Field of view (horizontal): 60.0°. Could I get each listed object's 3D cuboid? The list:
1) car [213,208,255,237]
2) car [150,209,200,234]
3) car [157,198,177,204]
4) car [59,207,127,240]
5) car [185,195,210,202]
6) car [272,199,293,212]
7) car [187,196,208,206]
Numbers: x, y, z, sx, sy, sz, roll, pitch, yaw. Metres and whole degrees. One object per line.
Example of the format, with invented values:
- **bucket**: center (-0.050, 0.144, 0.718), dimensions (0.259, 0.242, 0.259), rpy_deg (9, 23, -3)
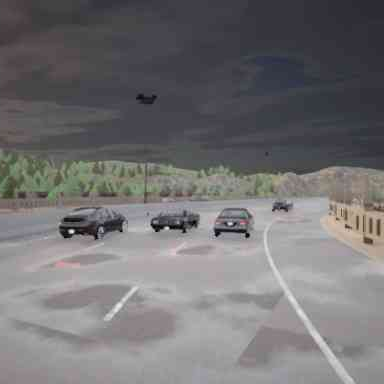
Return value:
- **car**: center (2.436, 1.597, 18.526), dimensions (2.033, 1.411, 5.357), rpy_deg (0, 0, 14)
- **car**: center (-0.818, 1.644, 19.811), dimensions (1.895, 1.301, 4.718), rpy_deg (0, 0, 13)
- **car**: center (-4.263, 1.765, 57.346), dimensions (1.812, 1.442, 4.674), rpy_deg (0, -1, 27)
- **car**: center (-4.934, 1.524, 17.241), dimensions (1.837, 1.490, 4.892), rpy_deg (0, 0, 11)
- **car**: center (0.963, 1.449, 52.178), dimensions (2.150, 2.045, 5.566), rpy_deg (0, -1, 27)
- **car**: center (11.251, 1.690, 41.166), dimensions (1.837, 1.490, 4.892), rpy_deg (0, -1, 26)
- **car**: center (1.038, 1.637, 60.054), dimensions (2.097, 1.767, 4.553), rpy_deg (0, 0, 27)
